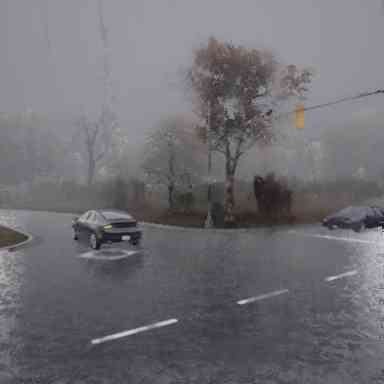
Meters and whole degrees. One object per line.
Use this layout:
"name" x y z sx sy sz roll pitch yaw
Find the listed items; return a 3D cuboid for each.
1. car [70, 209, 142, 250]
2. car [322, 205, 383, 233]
"car" -3.876 1.493 14.558 1.837 1.490 4.892 1 -1 -35
"car" 10.005 1.507 19.725 5.357 1.411 2.033 0 0 -35
